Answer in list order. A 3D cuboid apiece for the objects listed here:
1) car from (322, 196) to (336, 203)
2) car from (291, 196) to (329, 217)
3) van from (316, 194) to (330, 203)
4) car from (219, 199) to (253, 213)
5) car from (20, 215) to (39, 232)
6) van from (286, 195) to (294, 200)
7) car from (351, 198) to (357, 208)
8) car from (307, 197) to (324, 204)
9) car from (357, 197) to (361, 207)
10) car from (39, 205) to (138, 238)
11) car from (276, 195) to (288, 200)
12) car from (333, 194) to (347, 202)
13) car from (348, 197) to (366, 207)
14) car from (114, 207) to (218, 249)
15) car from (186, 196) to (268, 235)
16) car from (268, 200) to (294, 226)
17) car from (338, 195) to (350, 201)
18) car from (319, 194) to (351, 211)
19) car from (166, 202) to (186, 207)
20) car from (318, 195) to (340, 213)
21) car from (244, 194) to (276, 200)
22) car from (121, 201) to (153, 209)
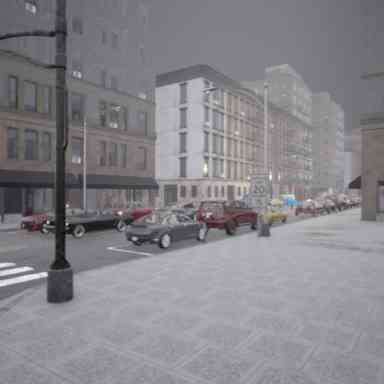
[{"bbox_3d":[29.860,1.552,72.327,1.887,1.381,4.507,0,0,35],"label":"car"},{"bbox_3d":[11.502,1.470,32.325,1.967,1.590,4.097,0,0,35],"label":"car"},{"bbox_3d":[26.745,1.347,67.903,1.690,1.788,3.998,0,0,35],"label":"van"},{"bbox_3d":[4.941,1.534,36.946,1.887,1.381,4.507,0,0,35],"label":"car"},{"bbox_3d":[-7.518,1.527,19.256,1.887,1.381,4.507,0,0,35],"label":"car"},{"bbox_3d":[14.286,1.337,50.213,1.690,1.788,3.998,0,0,35],"label":"van"},{"bbox_3d":[20.846,1.619,45.593,1.802,1.307,4.206,0,0,35],"label":"car"},{"bbox_3d":[23.630,1.569,63.481,1.947,1.339,4.313,0,0,35],"label":"car"},{"bbox_3d":[23.961,1.605,50.015,1.947,1.339,4.313,0,0,35],"label":"car"},{"bbox_3d":[-5.375,1.596,17.892,1.895,1.301,4.718,0,0,33],"label":"car"},{"bbox_3d":[11.073,1.519,45.652,1.752,1.417,4.829,0,0,35],"label":"car"},{"bbox_3d":[36.091,1.324,81.172,2.192,1.841,5.009,0,0,35],"label":"car"},{"bbox_3d":[27.076,1.593,54.438,2.008,1.369,4.403,0,0,35],"label":"car"},{"bbox_3d":[-0.958,1.574,14.635,2.008,1.369,4.403,0,0,35],"label":"car"},{"bbox_3d":[2.158,1.340,19.056,2.192,1.841,5.009,0,0,35],"label":"car"},{"bbox_3d":[5.370,1.552,23.619,1.752,1.417,4.829,0,0,35],"label":"car"},{"bbox_3d":[39.205,1.554,85.595,1.887,1.381,4.507,0,0,35],"label":"car"},{"bbox_3d":[17.732,1.350,41.170,2.192,1.841,5.009,0,0,35],"label":"car"},{"bbox_3d":[0.393,1.503,26.085,1.837,1.490,4.892,0,0,35],"label":"car"},{"bbox_3d":[14.617,1.472,36.747,1.967,1.590,4.097,0,0,35],"label":"car"},{"bbox_3d":[6.374,1.223,34.549,2.150,2.045,5.566,0,0,35],"label":"car"},{"bbox_3d":[-4.403,1.424,23.678,1.967,1.590,4.097,0,0,35],"label":"car"}]
